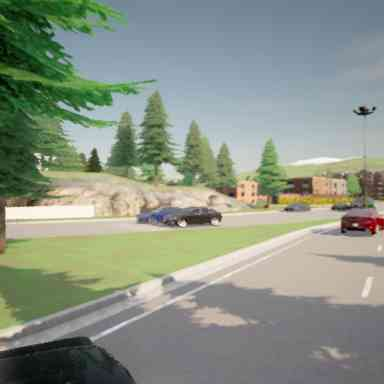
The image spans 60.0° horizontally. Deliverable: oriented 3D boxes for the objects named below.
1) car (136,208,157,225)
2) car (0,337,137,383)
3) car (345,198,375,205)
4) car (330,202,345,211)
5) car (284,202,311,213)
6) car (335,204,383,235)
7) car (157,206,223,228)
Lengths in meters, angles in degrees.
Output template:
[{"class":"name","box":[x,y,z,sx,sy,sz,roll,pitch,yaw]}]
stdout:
[{"class":"car","box":[-2.369,1.946,28.178,4.674,1.442,1.812,1,-1,-31]},{"class":"car","box":[-2.391,1.631,1.497,4.718,1.301,1.895,0,-1,-33]},{"class":"car","box":[24.267,1.874,47.414,2.150,2.045,5.566,-1,-2,45]},{"class":"car","box":[22.824,2.268,50.939,1.994,1.385,4.181,-1,-1,45]},{"class":"car","box":[15.365,2.228,48.345,2.033,1.411,5.357,-1,-1,44]},{"class":"car","box":[10.833,1.767,20.962,1.882,1.535,5.008,-1,-1,37]},{"class":"car","box":[0.085,1.884,25.550,4.892,1.490,1.837,1,-1,-31]}]
